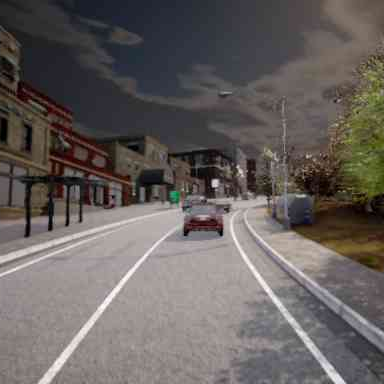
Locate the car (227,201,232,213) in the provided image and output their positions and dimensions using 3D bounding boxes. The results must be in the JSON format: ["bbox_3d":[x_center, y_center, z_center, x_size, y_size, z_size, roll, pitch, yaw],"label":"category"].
[{"bbox_3d":[3.362,1.618,36.753,1.895,1.301,4.718,-1,0,12],"label":"car"}]

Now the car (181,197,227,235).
[{"bbox_3d":[0.740,1.374,18.907,2.097,1.767,4.553,0,0,5],"label":"car"}]

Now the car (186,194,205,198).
[{"bbox_3d":[0.341,1.317,40.189,2.150,2.045,5.566,-1,0,13],"label":"car"}]
